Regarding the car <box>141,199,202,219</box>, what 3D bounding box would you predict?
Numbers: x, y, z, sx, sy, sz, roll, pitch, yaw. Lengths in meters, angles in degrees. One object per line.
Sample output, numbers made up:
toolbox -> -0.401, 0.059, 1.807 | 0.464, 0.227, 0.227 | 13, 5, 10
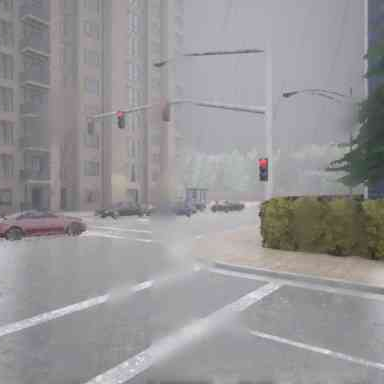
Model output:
car -> -1.680, 1.547, 29.459 | 2.033, 1.411, 5.357 | 0, 0, 36

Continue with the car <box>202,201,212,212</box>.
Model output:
car -> -0.325, 1.491, 37.250 | 2.128, 1.511, 4.902 | 0, 0, 36

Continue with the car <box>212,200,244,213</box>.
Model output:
car -> 3.974, 1.601, 37.201 | 1.895, 1.301, 4.718 | 0, 0, 36

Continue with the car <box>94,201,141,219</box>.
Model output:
car -> -6.016, 1.547, 29.452 | 2.033, 1.411, 5.357 | 0, 0, 36

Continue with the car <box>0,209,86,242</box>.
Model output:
car -> -7.518, 1.564, 16.567 | 4.181, 1.385, 1.994 | 0, 0, -41
